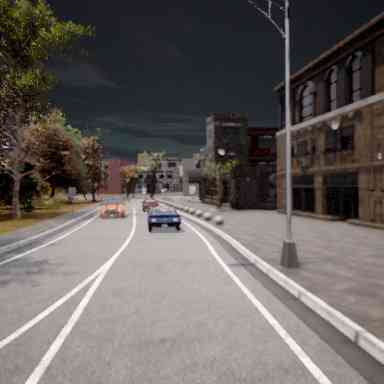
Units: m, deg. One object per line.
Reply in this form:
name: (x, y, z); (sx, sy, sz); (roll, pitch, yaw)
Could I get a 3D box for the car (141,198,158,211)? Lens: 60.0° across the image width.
car: (-4.925, 1.473, 39.195); (1.812, 1.442, 4.674); (-1, 0, -10)

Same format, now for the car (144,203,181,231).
car: (-1.816, 1.567, 20.535); (1.895, 1.301, 4.718); (-1, 0, -8)

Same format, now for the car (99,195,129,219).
car: (-6.978, 1.367, 29.550); (2.097, 1.767, 4.553); (-1, 0, -10)
